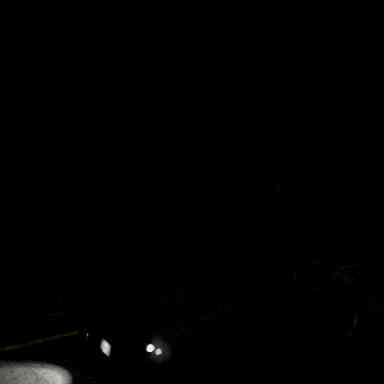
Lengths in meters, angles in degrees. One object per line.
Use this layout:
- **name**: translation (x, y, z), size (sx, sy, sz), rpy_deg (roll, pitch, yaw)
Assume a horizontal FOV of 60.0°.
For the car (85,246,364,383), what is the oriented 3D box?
- **car**: translation (0.656, 1.562, 4.890), size (4.181, 1.385, 1.994), rpy_deg (0, 0, -35)
